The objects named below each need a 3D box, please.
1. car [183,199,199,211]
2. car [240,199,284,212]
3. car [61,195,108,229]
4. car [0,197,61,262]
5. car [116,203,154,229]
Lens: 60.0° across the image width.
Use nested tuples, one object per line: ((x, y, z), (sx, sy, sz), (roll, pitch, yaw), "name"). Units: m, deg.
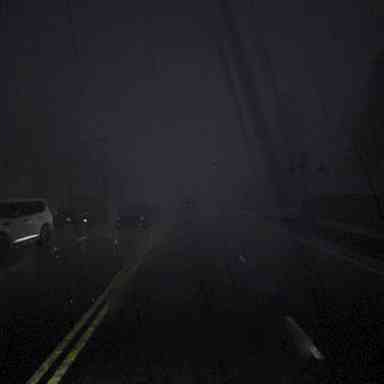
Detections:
((-0.152, 1.555, 39.992), (2.033, 1.411, 5.357), (0, 0, 0), "car")
((7.965, 1.519, 37.599), (5.357, 1.411, 2.033), (-1, 0, -32), "car")
((-7.131, 1.233, 21.919), (2.150, 2.045, 5.566), (0, 0, 0), "car")
((-7.156, 1.236, 12.389), (2.150, 2.045, 5.566), (0, 0, 0), "car")
((-3.631, 1.491, 21.702), (1.882, 1.535, 5.008), (0, 0, 0), "car")
